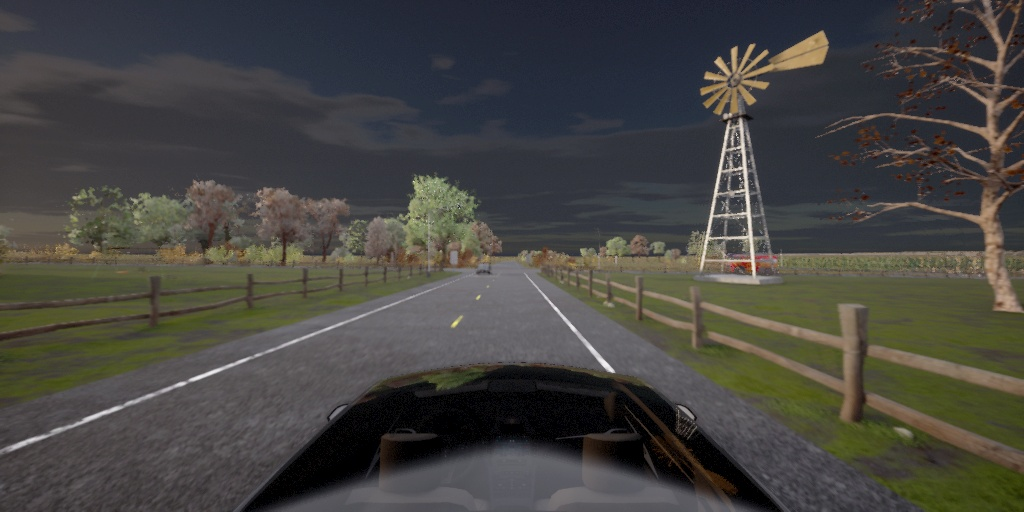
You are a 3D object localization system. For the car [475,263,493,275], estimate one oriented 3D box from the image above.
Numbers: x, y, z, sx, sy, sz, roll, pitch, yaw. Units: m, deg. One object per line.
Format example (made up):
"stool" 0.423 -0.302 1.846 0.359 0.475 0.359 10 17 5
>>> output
"car" -3.531 1.656 45.822 1.837 1.490 4.892 0 -1 1
